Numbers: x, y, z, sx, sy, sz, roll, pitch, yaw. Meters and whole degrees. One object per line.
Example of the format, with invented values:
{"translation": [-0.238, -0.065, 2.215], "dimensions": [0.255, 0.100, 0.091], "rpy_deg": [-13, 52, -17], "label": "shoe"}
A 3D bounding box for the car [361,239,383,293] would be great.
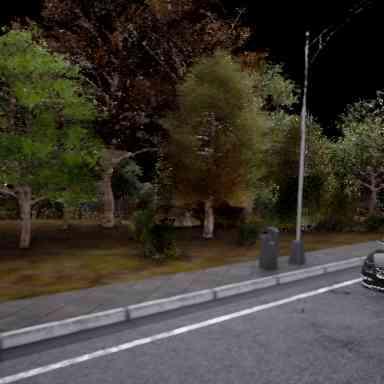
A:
{"translation": [5.913, 1.527, 7.838], "dimensions": [4.892, 1.490, 1.837], "rpy_deg": [0, 0, -35], "label": "car"}
